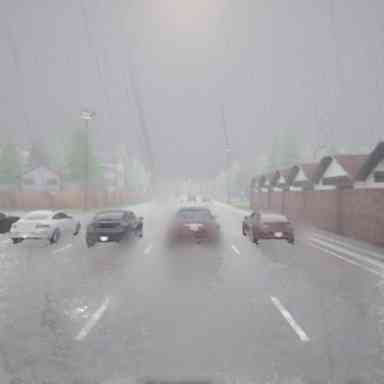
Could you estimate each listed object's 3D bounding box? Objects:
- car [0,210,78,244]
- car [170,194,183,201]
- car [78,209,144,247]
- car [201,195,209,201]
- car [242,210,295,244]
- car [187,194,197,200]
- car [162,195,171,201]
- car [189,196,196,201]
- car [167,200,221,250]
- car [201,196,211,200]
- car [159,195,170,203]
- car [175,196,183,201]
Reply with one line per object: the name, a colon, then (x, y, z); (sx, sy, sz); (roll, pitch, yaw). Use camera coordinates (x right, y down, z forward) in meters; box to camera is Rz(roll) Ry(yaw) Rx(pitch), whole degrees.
car: (-6.919, 1.596, 16.075); (1.812, 1.442, 4.674); (0, 0, 0)
car: (-3.493, 1.570, 81.278); (2.150, 2.045, 5.566); (0, 0, 0)
car: (-3.414, 1.572, 15.349); (1.837, 1.490, 4.892); (0, 0, 0)
car: (3.508, 1.727, 91.666); (1.882, 1.535, 5.008); (0, 0, 0)
car: (3.581, 1.596, 16.060); (1.812, 1.442, 4.674); (0, 0, 0)
car: (0.007, 1.570, 81.278); (2.150, 2.045, 5.566); (0, 0, 0)
car: (-6.992, 1.604, 91.638); (2.097, 1.767, 4.553); (0, 0, 0)
car: (0.008, 1.845, 91.696); (1.895, 1.301, 4.718); (0, 0, 0)
car: (0.084, 1.417, 14.788); (2.097, 1.767, 4.553); (0, 0, 0)
car: (3.507, 1.703, 81.632); (2.097, 1.767, 4.553); (0, 0, 0)
car: (-6.993, 1.884, 81.247); (2.033, 1.411, 5.357); (0, 0, 0)
car: (-3.492, 1.802, 91.666); (1.994, 1.385, 4.181); (0, 0, 0)
